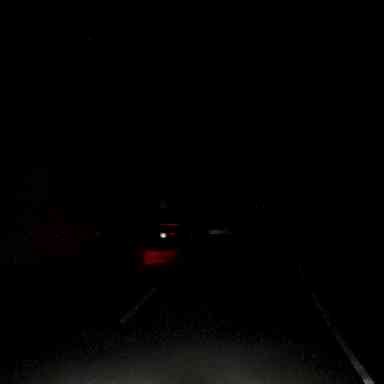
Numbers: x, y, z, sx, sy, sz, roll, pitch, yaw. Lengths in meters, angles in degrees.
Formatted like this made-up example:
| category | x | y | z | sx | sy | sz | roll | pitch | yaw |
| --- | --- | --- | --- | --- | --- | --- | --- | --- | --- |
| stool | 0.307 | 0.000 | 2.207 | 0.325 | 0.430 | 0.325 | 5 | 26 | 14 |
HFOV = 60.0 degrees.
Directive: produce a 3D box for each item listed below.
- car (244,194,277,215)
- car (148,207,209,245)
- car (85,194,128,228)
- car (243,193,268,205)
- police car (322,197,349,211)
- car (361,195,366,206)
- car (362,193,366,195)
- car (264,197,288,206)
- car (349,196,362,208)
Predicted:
| category | x | y | z | sx | sy | sz | roll | pitch | yaw |
| --- | --- | --- | --- | --- | --- | --- | --- | --- | --- |
| car | 7.289 | 1.363 | 34.272 | 2.097 | 1.767 | 4.553 | 1 | 0 | 29 |
| car | -0.502 | 1.476 | 15.621 | 1.837 | 1.490 | 4.892 | 0 | 0 | 15 |
| car | -6.096 | 1.132 | 21.996 | 2.150 | 2.045 | 5.566 | 0 | 0 | 19 |
| car | 11.320 | 1.230 | 59.061 | 2.150 | 2.045 | 5.566 | 1 | 0 | 37 |
| police car | 18.539 | 1.523 | 43.365 | 1.930 | 1.638 | 5.238 | 1 | 0 | 36 |
| car | 27.912 | 1.688 | 56.196 | 1.812 | 1.442 | 4.674 | 1 | 0 | 36 |
| car | 37.835 | 1.340 | 71.770 | 2.150 | 2.045 | 5.566 | 1 | 0 | 36 |
| car | 14.570 | 1.588 | 57.582 | 2.033 | 1.411 | 5.357 | 1 | 0 | 37 |
| car | 24.372 | 1.643 | 51.351 | 1.837 | 1.490 | 4.892 | 1 | 0 | 36 |
